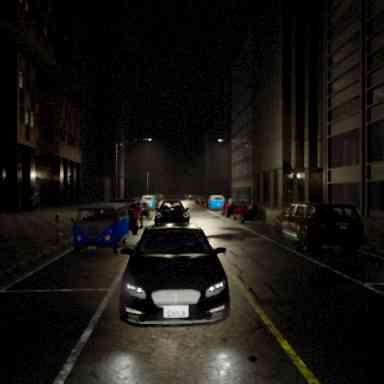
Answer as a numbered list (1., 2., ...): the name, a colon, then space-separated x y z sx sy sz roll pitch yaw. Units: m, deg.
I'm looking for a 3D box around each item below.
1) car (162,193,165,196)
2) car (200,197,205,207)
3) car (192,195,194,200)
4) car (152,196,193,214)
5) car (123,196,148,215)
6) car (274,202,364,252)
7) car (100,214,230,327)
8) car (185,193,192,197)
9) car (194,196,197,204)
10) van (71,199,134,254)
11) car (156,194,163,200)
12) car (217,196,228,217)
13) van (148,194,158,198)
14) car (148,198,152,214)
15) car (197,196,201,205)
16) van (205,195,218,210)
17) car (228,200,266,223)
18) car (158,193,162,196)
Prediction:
1. car: -8.561 1.559 85.924 1.947 1.339 4.313 0 0 -4
2. car: 2.676 1.525 47.355 1.887 1.381 4.507 0 0 -4
3. car: 1.493 1.502 64.311 1.752 1.417 4.829 0 0 -4
4. car: -1.290 1.342 21.360 2.097 1.767 4.553 0 0 -4
5. car: -3.875 1.307 18.774 2.192 1.841 5.009 0 0 -4
6. car: 5.019 1.306 13.782 2.192 1.841 5.009 0 0 -4
7. car: -0.408 1.488 7.323 2.128 1.511 4.902 0 0 -4
8. car: -0.057 1.541 86.523 2.008 1.369 4.403 0 0 -4
9. car: 1.883 1.502 58.716 1.752 1.417 4.829 0 0 -4
10. van: -3.485 1.336 13.178 1.690 1.788 3.998 0 0 -4
11. car: -8.952 1.437 91.520 1.967 1.590 4.097 0 0 -4
12. car: 3.848 1.425 30.568 1.967 1.590 4.097 0 0 -4
13. van: -5.437 1.326 41.158 1.690 1.788 3.998 0 0 -4
14. car: -4.656 1.539 29.965 2.008 1.369 4.403 0 0 -4
15. car: 2.286 1.544 52.951 1.947 1.339 4.313 0 0 -4
16. van: 3.067 1.323 41.759 1.690 1.788 3.998 0 0 -4
17. car: 4.238 1.532 24.973 1.887 1.381 4.507 0 0 -4
18. car: -6.218 1.422 52.350 1.967 1.590 4.097 0 0 -4
